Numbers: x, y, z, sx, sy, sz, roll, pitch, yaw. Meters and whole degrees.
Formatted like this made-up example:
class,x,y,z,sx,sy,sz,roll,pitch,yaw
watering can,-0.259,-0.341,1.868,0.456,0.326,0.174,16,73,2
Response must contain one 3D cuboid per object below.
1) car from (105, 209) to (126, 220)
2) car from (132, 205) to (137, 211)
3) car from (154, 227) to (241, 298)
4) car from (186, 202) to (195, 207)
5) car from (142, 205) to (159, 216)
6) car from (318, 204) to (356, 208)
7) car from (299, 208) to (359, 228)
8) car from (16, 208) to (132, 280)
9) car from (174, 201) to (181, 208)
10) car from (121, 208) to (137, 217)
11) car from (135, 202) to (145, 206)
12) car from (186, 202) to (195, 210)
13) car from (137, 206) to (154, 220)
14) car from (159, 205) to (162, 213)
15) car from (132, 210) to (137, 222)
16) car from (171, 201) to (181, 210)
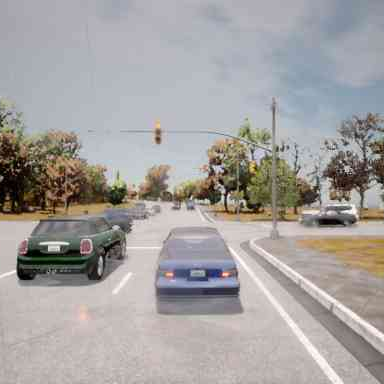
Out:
class,x,y,z,sx,sy,sz,roll,pitch,yaw
car,-10.811,3.199,47.525,2.033,1.411,5.357,0,-2,-3
car,-8.258,2.411,33.410,4.553,1.767,2.097,0,-3,4
car,0.058,1.644,8.836,2.033,1.411,5.357,0,-1,-1
car,-0.427,3.287,87.896,1.994,1.385,4.181,0,0,-4
car,-7.298,3.421,57.617,1.812,1.442,4.674,0,-1,0
car,13.647,2.264,33.113,5.566,2.045,2.150,0,-3,-2
car,12.010,2.371,29.575,4.902,1.511,2.128,0,-3,-2
car,-3.455,1.484,10.446,2.097,1.767,4.553,0,-1,0
car,-3.925,3.230,87.798,1.837,1.490,4.892,0,0,-4
car,-10.800,3.492,57.401,1.895,1.301,4.718,0,-1,0
car,-10.759,3.190,68.159,2.150,2.045,5.566,0,0,0
car,-0.293,3.451,77.713,1.812,1.442,4.674,0,0,0
car,-7.270,3.148,47.725,2.128,1.511,4.902,0,-2,1
car,-7.269,3.474,67.907,1.837,1.490,4.892,0,0,0
car,-5.604,2.050,20.930,1.994,1.385,4.181,-1,-3,23
car,-3.794,3.523,77.765,1.895,1.301,4.718,0,0,0
